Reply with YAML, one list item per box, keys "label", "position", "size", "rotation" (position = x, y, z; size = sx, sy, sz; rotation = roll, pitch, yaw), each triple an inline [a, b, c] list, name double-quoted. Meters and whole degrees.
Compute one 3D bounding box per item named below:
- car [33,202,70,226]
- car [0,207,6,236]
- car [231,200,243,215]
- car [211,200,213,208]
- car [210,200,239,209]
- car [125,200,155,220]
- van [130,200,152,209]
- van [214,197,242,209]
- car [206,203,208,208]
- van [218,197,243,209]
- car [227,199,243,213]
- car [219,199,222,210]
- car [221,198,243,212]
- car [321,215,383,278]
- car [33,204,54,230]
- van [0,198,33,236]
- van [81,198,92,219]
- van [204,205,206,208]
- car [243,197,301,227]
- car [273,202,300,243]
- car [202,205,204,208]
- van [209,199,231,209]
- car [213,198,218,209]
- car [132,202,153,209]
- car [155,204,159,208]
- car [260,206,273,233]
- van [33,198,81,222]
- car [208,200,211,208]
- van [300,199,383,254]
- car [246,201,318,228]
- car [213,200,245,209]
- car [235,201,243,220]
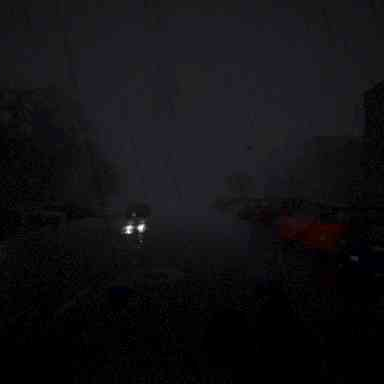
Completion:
- label: "car"
  position: [-11.441, 1.721, 23.921]
  size: [4.674, 1.452, 2.002]
  rotation: [-1, -1, -20]
- label: "car"
  position: [-11.418, 1.638, 15.082]
  size: [4.674, 1.452, 2.002]
  rotation: [-1, 0, -20]
- label: "car"
  position: [6.336, 1.771, 29.707]
  size: [4.792, 1.488, 2.163]
  rotation: [1, 0, -20]
- label: "car"
  position: [6.291, 1.721, 50.241]
  size: [5.566, 2.045, 2.435]
  rotation: [1, -1, -20]
- label: "car"
  position: [6.378, 2.417, 64.949]
  size: [5.366, 1.575, 1.946]
  rotation: [2, -3, -20]
- label: "car"
  position: [-5.097, 1.769, 31.720]
  size: [2.128, 1.511, 4.902]
  rotation: [0, -1, 0]
- label: "van"
  position: [-11.618, 2.870, 75.707]
  size: [4.442, 1.987, 1.878]
  rotation: [1, -4, -21]
- label: "van"
  position: [6.367, 1.955, 59.085]
  size: [4.442, 1.987, 1.878]
  rotation: [2, -3, -20]
- label: "car"
  position: [6.154, 2.732, 70.722]
  size: [5.008, 1.535, 2.097]
  rotation: [2, -4, -21]
- label: "van"
  position: [6.233, 1.677, 44.335]
  size: [4.442, 1.987, 1.878]
  rotation: [1, 0, -20]
- label: "car"
  position: [6.538, 1.773, 32.712]
  size: [5.366, 1.575, 1.946]
  rotation: [1, -1, -20]
- label: "car"
  position: [6.374, 1.902, 41.455]
  size: [4.792, 1.488, 2.163]
  rotation: [1, -1, -20]
- label: "car"
  position: [6.530, 1.839, 38.573]
  size: [5.366, 1.575, 1.946]
  rotation: [1, -1, -20]
- label: "car"
  position: [6.395, 1.551, 9.181]
  size: [5.008, 1.535, 2.097]
  rotation: [1, -1, -20]
- label: "car"
  position: [-11.433, 1.693, 20.975]
  size: [4.674, 1.452, 2.002]
  rotation: [-1, -1, -20]
- label: "van"
  position: [-11.322, 1.399, 18.077]
  size: [4.442, 1.987, 1.878]
  rotation: [-1, -1, -20]
- label: "van"
  position: [-11.339, 1.516, 29.852]
  size: [4.442, 1.987, 1.878]
  rotation: [-1, -1, -20]
- label: "van"
  position: [6.063, 3.611, 85.399]
  size: [4.442, 1.987, 1.878]
  rotation: [3, -5, -21]
- label: "car"
  position: [6.412, 1.401, 20.929]
  size: [5.566, 2.045, 2.435]
  rotation: [1, -1, -20]
- label: "car"
  position: [6.364, 1.472, 15.041]
  size: [4.553, 1.767, 2.185]
  rotation: [1, -1, -20]
- label: "car"
  position: [5.780, 4.460, 94.110]
  size: [4.553, 1.767, 2.185]
  rotation: [3, -6, -21]
- label: "van"
  position: [6.225, 2.701, 73.703]
  size: [4.442, 1.987, 1.878]
  rotation: [2, -5, -21]
- label: "car"
  position: [6.154, 1.931, 47.247]
  size: [5.366, 1.575, 1.946]
  rotation: [1, -1, -20]
- label: "car"
  position: [-11.798, 3.196, 78.631]
  size: [4.553, 1.767, 2.185]
  rotation: [1, -5, -21]
- label: "car"
  position: [-11.790, 3.313, 81.653]
  size: [5.566, 2.045, 2.435]
  rotation: [1, -5, -21]
- label: "car"
  position: [6.389, 1.665, 17.978]
  size: [4.674, 1.452, 2.002]
  rotation: [1, 0, -20]
- label: "van"
  position: [-11.551, 1.487, 26.819]
  size: [4.442, 1.987, 1.878]
  rotation: [-1, 0, -20]
- label: "car"
  position: [6.239, 2.288, 61.957]
  size: [4.892, 1.521, 2.231]
  rotation: [2, -3, -20]
- label: "van"
  position: [6.508, 1.351, 12.160]
  size: [4.442, 1.987, 1.878]
  rotation: [1, -1, -20]
- label: "car"
  position: [6.413, 1.554, 23.851]
  size: [4.553, 1.767, 2.185]
  rotation: [1, 0, -20]
- label: "car"
  position: [6.268, 2.090, 56.115]
  size: [4.892, 1.521, 2.231]
  rotation: [1, -2, -20]
- label: "car"
  position: [6.366, 1.712, 26.781]
  size: [4.892, 1.521, 2.231]
  rotation: [1, -1, -20]
